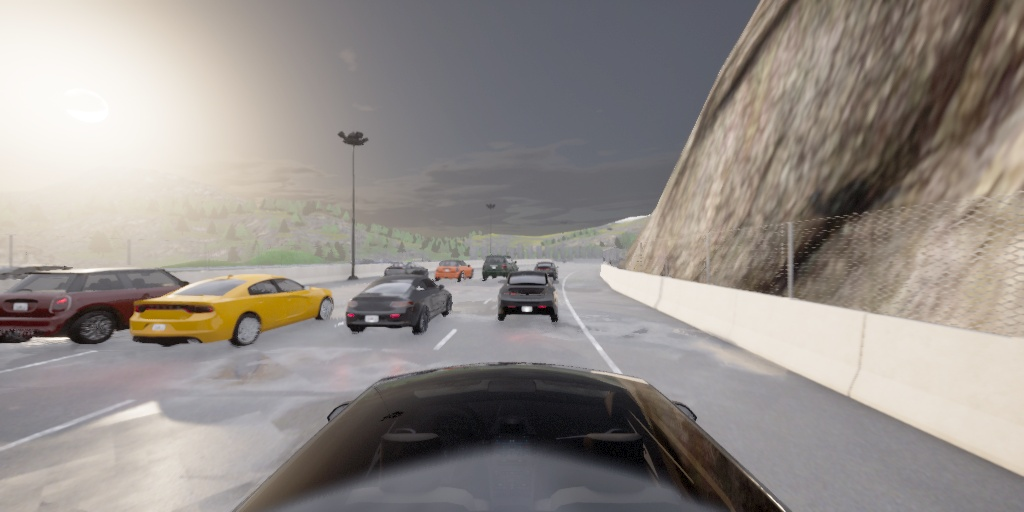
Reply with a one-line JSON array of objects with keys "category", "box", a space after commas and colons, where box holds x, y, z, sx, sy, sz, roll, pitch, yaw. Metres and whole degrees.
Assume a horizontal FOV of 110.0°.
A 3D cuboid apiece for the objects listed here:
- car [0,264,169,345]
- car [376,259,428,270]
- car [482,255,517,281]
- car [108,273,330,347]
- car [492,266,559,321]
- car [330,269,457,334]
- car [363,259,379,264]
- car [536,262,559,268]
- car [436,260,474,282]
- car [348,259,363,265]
[{"category": "car", "box": [-10.106, 1.073, 9.562, 2.097, 1.767, 4.553, 0, 0, 2]}, {"category": "car", "box": [-8.177, 1.212, 28.116, 2.128, 1.511, 4.902, 0, 0, 9]}, {"category": "car", "box": [-0.902, 0.960, 29.366, 2.150, 2.045, 5.566, 0, 0, 10]}, {"category": "car", "box": [-6.625, 1.208, 9.311, 1.882, 1.535, 5.008, 0, 0, 2]}, {"category": "car", "box": [0.586, 1.253, 12.556, 1.837, 1.490, 4.892, 0, 0, 4]}, {"category": "car", "box": [-3.069, 1.265, 10.454, 1.812, 1.442, 4.674, 0, 0, 3]}, {"category": "car", "box": [-20.139, 1.207, 55.142, 1.812, 1.442, 4.674, 0, 0, 17]}, {"category": "car", "box": [2.943, 1.253, 30.849, 1.837, 1.490, 4.892, 0, 0, 10]}, {"category": "car", "box": [-4.517, 1.082, 28.787, 2.097, 1.767, 4.553, 0, 0, 9]}, {"category": "car", "box": [-23.502, 1.163, 56.114, 2.128, 1.511, 4.902, 0, 0, 17]}]
